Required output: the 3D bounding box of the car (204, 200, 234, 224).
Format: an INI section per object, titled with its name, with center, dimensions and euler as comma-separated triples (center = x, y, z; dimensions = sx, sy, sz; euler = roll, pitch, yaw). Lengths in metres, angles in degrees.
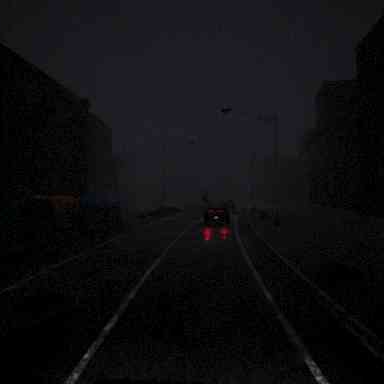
[car]
center = 1.955, 1.562, 25.348
dimensions = 2.128, 1.511, 4.902
euler = 0, 0, 7
